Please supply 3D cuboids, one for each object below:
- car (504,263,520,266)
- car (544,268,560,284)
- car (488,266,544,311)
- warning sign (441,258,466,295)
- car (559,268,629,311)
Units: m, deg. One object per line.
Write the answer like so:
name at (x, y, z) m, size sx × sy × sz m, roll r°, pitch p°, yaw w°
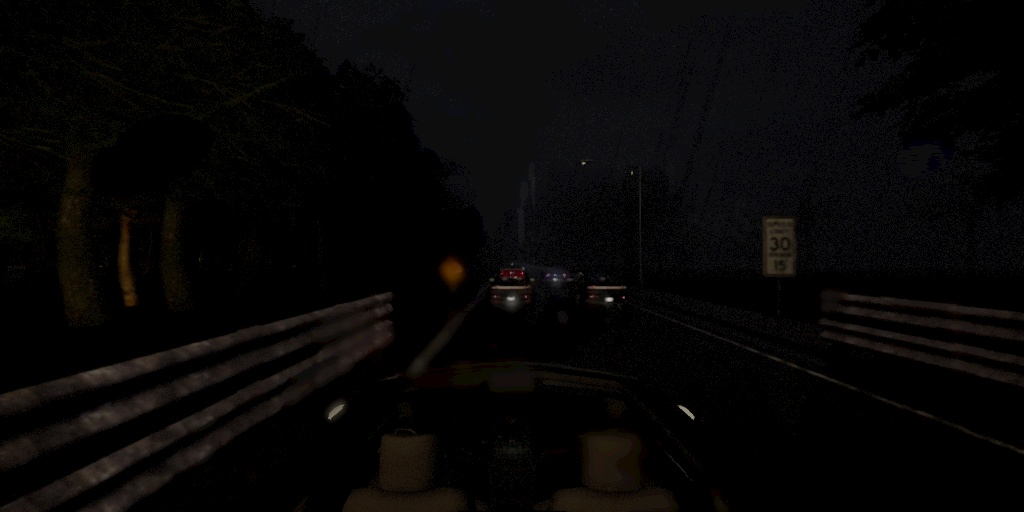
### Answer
car at (0.021, 1.375, 30.250) m, size 2.097 × 1.767 × 4.553 m, roll 0°, pitch -1°, yaw 0°
car at (3.517, 1.624, 30.081) m, size 1.895 × 1.301 × 4.718 m, roll 0°, pitch -1°, yaw 0°
car at (0.020, 1.374, 15.334) m, size 2.128 × 1.511 × 4.902 m, roll 0°, pitch 0°, yaw 0°
warning sign at (-3.050, 1.028, 18.629) m, size 1.300 × 1.860 × 1.060 m, roll 0°, pitch 0°, yaw 0°
car at (3.520, 1.374, 15.334) m, size 2.128 × 1.511 × 4.902 m, roll 0°, pitch 0°, yaw 0°
